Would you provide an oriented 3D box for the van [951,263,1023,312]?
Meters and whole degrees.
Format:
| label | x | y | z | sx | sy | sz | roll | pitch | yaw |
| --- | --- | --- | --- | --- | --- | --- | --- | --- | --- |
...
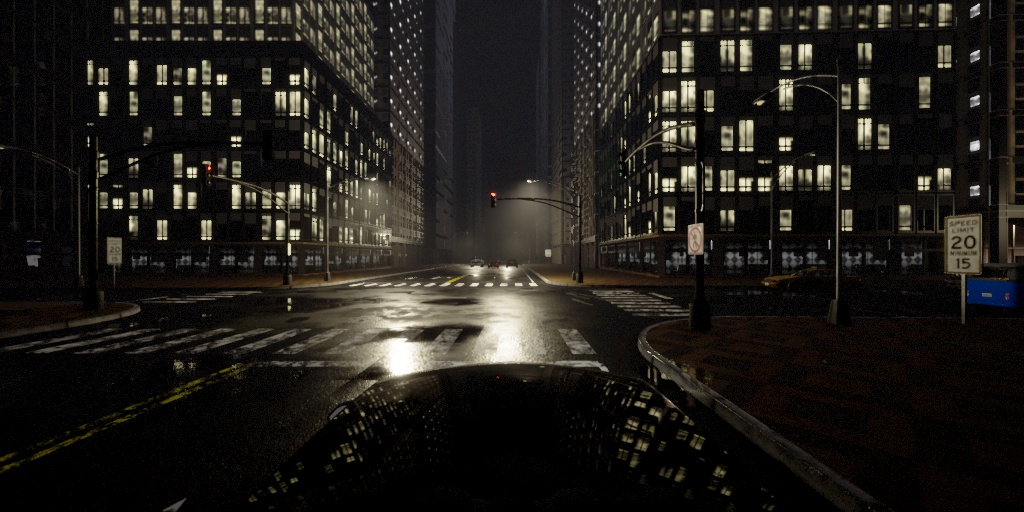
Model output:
| label | x | y | z | sx | sy | sz | roll | pitch | yaw |
| --- | --- | --- | --- | --- | --- | --- | --- | --- | --- |
| van | 18.359 | 1.119 | 12.402 | 3.998 | 1.789 | 1.690 | 0 | 0 | 2 |

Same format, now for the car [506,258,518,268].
| label | x | y | z | sx | sy | sz | roll | pitch | yaw |
| --- | --- | --- | --- | --- | --- | --- | --- | --- | --- |
| car | 0.006 | 1.212 | 63.546 | 2.097 | 1.767 | 4.553 | 0 | 0 | 0 |

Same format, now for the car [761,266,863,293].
| label | x | y | z | sx | sy | sz | roll | pitch | yaw |
| --- | --- | --- | --- | --- | --- | --- | --- | --- | --- |
| car | 17.089 | 1.293 | 20.574 | 4.829 | 1.417 | 1.751 | 0 | 0 | 2 |

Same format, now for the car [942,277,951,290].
| label | x | y | z | sx | sy | sz | roll | pitch | yaw |
| --- | --- | --- | --- | --- | --- | --- | --- | --- | --- |
| car | 26.923 | 1.356 | 20.089 | 4.207 | 1.307 | 1.802 | 0 | 0 | 2 |

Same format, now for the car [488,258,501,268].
| label | x | y | z | sx | sy | sz | roll | pitch | yaw |
| --- | --- | --- | --- | --- | --- | --- | --- | --- | --- |
| car | -3.245 | 1.460 | 63.190 | 1.895 | 1.301 | 4.718 | 0 | 0 | 0 |
